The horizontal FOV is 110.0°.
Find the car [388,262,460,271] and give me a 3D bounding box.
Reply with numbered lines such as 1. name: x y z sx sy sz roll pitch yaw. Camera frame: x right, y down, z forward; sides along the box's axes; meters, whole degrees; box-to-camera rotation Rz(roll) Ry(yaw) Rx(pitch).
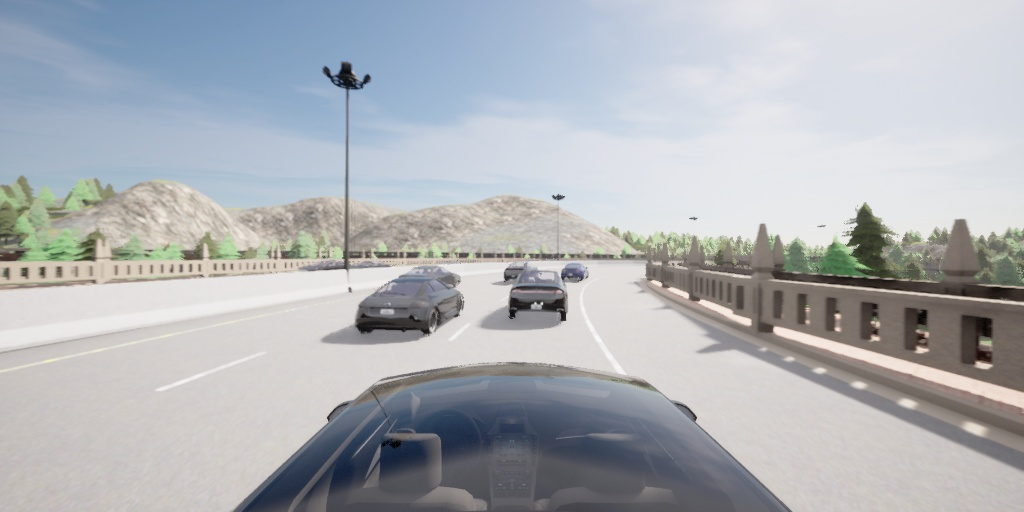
1. car: -4.689 1.271 20.843 2.033 1.411 5.357 0 0 13

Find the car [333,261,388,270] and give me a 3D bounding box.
1. car: -12.794 1.174 31.650 2.128 1.511 4.902 0 0 17

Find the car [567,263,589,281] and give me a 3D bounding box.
1. car: 5.324 1.295 30.253 1.812 1.442 4.674 1 0 19

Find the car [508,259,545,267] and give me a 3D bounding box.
1. car: 0.780 1.241 27.653 2.128 1.511 4.902 0 0 17

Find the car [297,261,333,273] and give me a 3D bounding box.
1. car: -16.458 1.156 31.616 2.128 1.511 4.902 0 0 17

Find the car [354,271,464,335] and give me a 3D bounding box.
1. car: -2.764 1.299 10.526 1.994 1.385 4.181 0 0 6

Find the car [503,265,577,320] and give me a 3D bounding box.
1. car: 1.004 1.245 12.670 2.128 1.511 4.902 0 0 7
